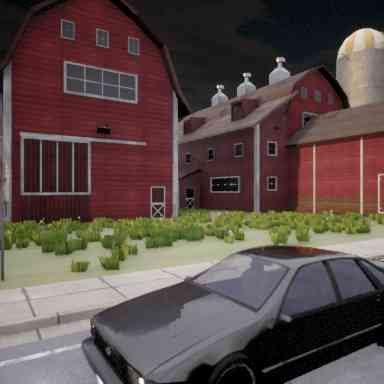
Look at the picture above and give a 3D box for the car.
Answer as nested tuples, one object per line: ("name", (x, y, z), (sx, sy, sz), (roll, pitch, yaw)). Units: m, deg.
("car", (1.322, 1.547, 4.798), (5.357, 1.411, 2.033), (0, 0, -32))
